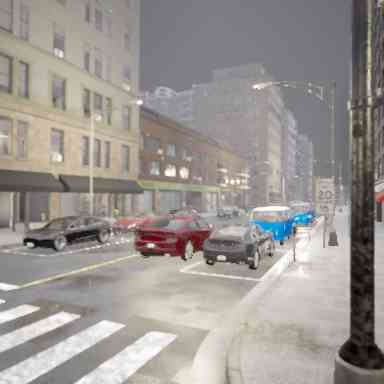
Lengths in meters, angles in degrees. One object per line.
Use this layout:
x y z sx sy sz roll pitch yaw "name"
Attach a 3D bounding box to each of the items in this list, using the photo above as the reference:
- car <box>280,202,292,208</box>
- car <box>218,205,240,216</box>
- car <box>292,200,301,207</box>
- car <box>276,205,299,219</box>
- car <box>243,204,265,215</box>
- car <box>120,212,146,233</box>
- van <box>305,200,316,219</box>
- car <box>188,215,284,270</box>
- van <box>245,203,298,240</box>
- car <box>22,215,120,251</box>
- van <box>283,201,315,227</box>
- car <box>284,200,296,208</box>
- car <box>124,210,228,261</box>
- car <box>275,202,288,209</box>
20.436 2.807 72.057 1.947 1.339 4.313 0 -1 25 "car"
3.919 2.131 35.879 2.008 1.369 4.403 0 -1 25 "car"
27.516 2.963 87.564 1.967 1.590 4.097 0 -1 25 "car"
11.206 2.284 38.643 1.895 1.301 4.718 0 -1 24 "car"
8.638 2.335 46.215 1.947 1.339 4.313 0 -1 25 "car"
-3.160 1.876 20.373 1.802 1.307 4.206 0 -1 25 "car"
11.222 1.938 32.549 1.690 1.788 3.998 0 -1 25 "van"
1.782 1.766 11.873 2.008 1.369 4.403 0 -1 25 "car"
4.143 1.652 17.044 1.690 1.788 3.998 0 -1 25 "van"
-5.519 1.764 15.205 1.947 1.339 4.313 0 -1 25 "car"
8.862 1.843 27.381 1.690 1.788 3.998 0 -1 25 "van"
22.797 2.775 77.228 1.967 1.590 4.097 0 -1 25 "car"
-0.357 1.696 13.453 1.882 1.535 5.008 0 -1 25 "car"
18.077 2.692 66.890 1.887 1.381 4.507 0 -1 25 "car"
